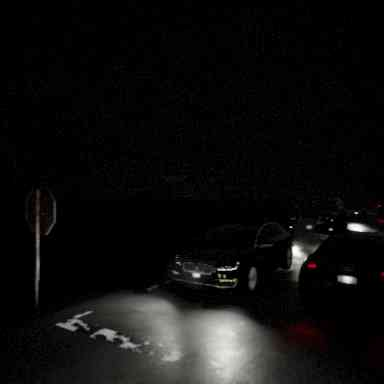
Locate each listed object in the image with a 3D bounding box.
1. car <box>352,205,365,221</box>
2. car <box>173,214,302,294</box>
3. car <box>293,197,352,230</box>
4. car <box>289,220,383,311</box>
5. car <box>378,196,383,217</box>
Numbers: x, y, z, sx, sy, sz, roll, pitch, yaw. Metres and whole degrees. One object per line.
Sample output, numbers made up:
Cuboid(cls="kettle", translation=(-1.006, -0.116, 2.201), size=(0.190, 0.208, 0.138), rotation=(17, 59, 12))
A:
Cuboid(cls="car", translation=(13.447, 1.765, 28.310), size=(1.895, 1.301, 4.718), rotation=(0, 0, 32))
Cuboid(cls="car", translation=(1.376, 1.538, 9.143), size=(1.837, 1.490, 4.892), rotation=(0, 0, 32))
Cuboid(cls="car", translation=(7.060, 1.309, 18.177), size=(2.150, 2.045, 5.566), rotation=(0, 0, 32))
Cuboid(cls="car", translation=(3.941, 1.603, 7.862), size=(1.994, 1.385, 4.181), rotation=(0, 0, 32))
Cuboid(cls="car", translation=(19.822, 1.438, 33.025), size=(2.150, 2.045, 5.566), rotation=(0, 0, 32))
